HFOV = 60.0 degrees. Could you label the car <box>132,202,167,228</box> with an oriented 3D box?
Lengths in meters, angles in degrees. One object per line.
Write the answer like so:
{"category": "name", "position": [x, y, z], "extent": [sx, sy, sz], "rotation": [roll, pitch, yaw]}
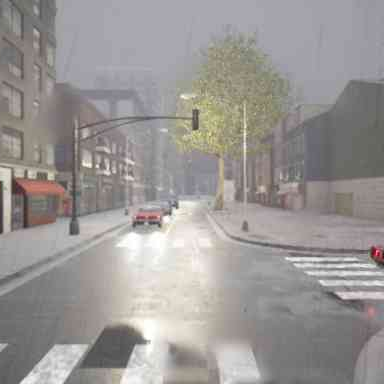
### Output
{"category": "car", "position": [-2.862, 1.609, 22.296], "extent": [1.895, 1.301, 4.718], "rotation": [0, 0, -3]}

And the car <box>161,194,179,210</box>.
{"category": "car", "position": [-2.876, 1.246, 44.257], "extent": [2.150, 2.045, 5.566], "rotation": [0, 0, 0]}

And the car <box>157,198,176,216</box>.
{"category": "car", "position": [-2.877, 1.578, 32.195], "extent": [1.994, 1.385, 4.181], "rotation": [0, 0, 0]}

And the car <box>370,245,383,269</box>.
{"category": "car", "position": [7.181, 1.649, 8.274], "extent": [4.718, 1.301, 1.895], "rotation": [0, 0, -6]}
